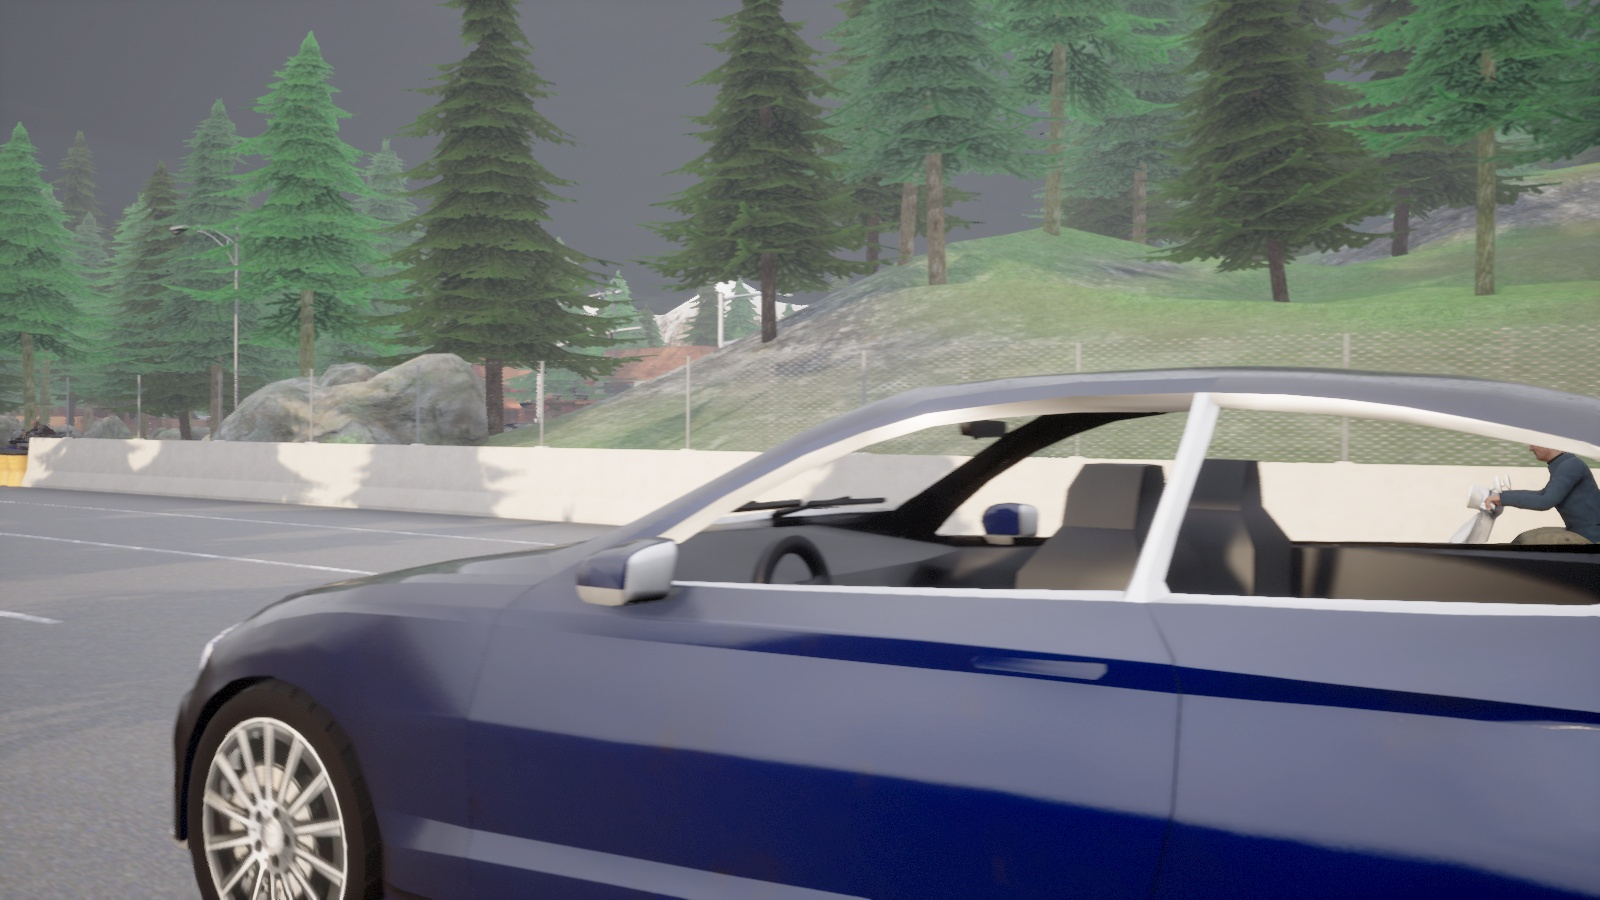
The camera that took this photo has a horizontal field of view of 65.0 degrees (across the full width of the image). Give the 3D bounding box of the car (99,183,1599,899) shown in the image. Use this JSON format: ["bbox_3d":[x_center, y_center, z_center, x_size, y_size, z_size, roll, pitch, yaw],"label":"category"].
[{"bbox_3d":[0.644,0.461,3.191,5.027,1.651,2.152,0,1,34],"label":"car"}]

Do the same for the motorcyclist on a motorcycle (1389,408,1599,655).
[{"bbox_3d":[5.115,0.521,8.627,1.817,1.590,0.866,0,1,34],"label":"motorcyclist on a motorcycle"}]

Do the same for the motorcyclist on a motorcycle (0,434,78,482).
[{"bbox_3d":[-25.256,0.232,41.574,0.866,1.530,2.191,0,1,34],"label":"motorcyclist on a motorcycle"}]

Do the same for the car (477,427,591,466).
[{"bbox_3d":[-11.650,-0.185,55.396,2.033,1.649,4.856,0,1,34],"label":"car"}]
